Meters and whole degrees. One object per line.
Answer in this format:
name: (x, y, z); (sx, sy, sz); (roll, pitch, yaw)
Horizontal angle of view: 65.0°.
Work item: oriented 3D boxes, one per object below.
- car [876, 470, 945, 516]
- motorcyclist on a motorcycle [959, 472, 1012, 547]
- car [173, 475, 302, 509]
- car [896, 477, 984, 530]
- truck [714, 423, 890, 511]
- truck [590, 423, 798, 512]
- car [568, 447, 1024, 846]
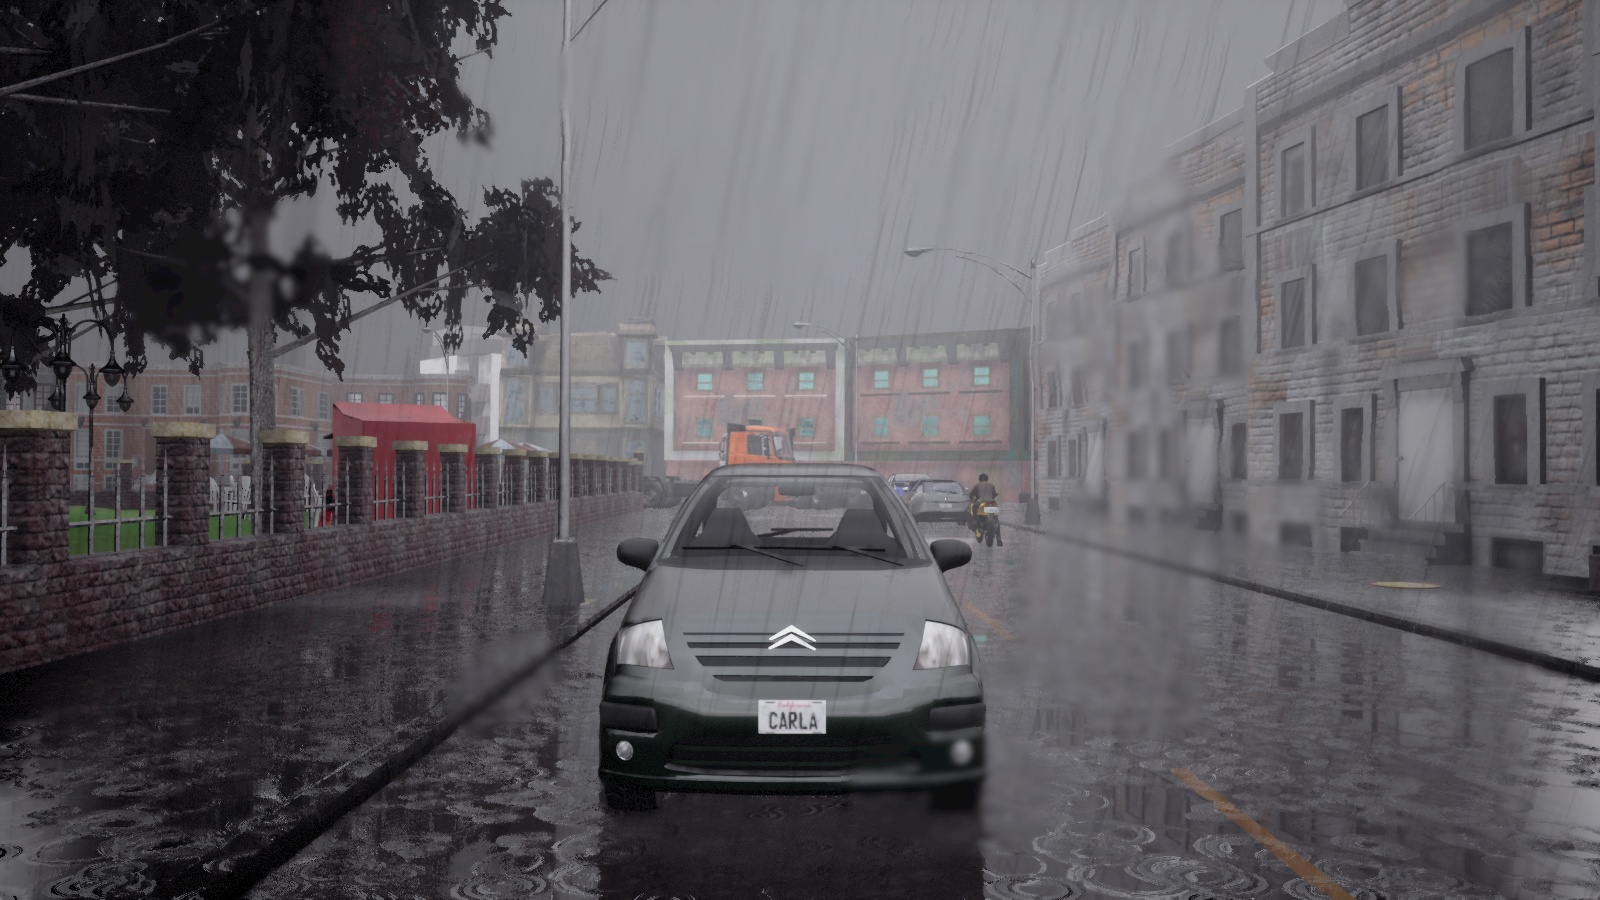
car: (3.843, 1.489, 44.325); (2.007, 1.525, 4.514); (0, -1, -1)
motorcyclist on a motorcycle: (3.910, 1.226, 26.584); (0.797, 1.523, 2.044); (0, -1, 0)
car: (-25.068, 1.859, 56.075); (4.892, 1.490, 1.837); (0, -1, 0)
car: (3.885, 1.458, 35.530); (1.994, 1.385, 4.181); (0, -1, -1)
truck: (-0.065, 0.732, 53.666); (2.891, 3.462, 7.936); (-1, -1, -42)
truck: (-4.244, 0.704, 51.034); (7.936, 3.462, 2.891); (0, -1, 11)
car: (-0.023, 0.832, 7.114); (1.851, 1.617, 3.988); (0, -1, 0)
